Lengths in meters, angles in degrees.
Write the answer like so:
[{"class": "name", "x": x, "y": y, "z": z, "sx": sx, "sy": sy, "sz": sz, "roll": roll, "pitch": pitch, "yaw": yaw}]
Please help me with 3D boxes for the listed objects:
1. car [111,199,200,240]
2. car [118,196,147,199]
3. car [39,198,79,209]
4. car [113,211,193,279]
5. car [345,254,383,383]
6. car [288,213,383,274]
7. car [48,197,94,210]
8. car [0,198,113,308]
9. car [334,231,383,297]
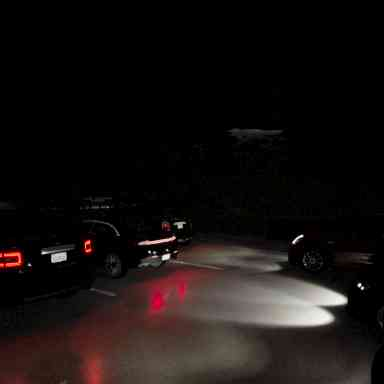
[{"class": "car", "x": -2.185, "y": 1.351, "z": 14.108, "sx": 4.553, "sy": 1.767, "sz": 2.097, "roll": 0, "pitch": 0, "yaw": 35}, {"class": "car", "x": -8.681, "y": 1.405, "z": 49.870, "sx": 4.902, "sy": 1.511, "sz": 2.128, "roll": 0, "pitch": 0, "yaw": -41}, {"class": "car", "x": -18.132, "y": 1.491, "z": 45.540, "sx": 1.895, "sy": 1.301, "sz": 4.718, "roll": 0, "pitch": 0, "yaw": 43}, {"class": "car", "x": -2.645, "y": 1.491, "z": 10.139, "sx": 4.902, "sy": 1.511, "sz": 2.128, "roll": 0, "pitch": 0, "yaw": 36}, {"class": "car", "x": 3.575, "y": 1.474, "z": 1.437, "sx": 5.008, "sy": 1.535, "sz": 1.882, "roll": 0, "pitch": 0, "yaw": 35}, {"class": "car", "x": 5.001, "y": 1.352, "z": 9.025, "sx": 4.553, "sy": 1.767, "sz": 2.097, "roll": 0, "pitch": 0, "yaw": 36}, {"class": "car", "x": -15.635, "y": 1.453, "z": 43.170, "sx": 2.033, "sy": 1.411, "sz": 5.357, "roll": 0, "pitch": 0, "yaw": 40}, {"class": "car", "x": -4.530, "y": 1.221, "z": 7.213, "sx": 5.566, "sy": 2.045, "sz": 2.150, "roll": 0, "pitch": 0, "yaw": 33}, {"class": "car", "x": 4.627, "y": 1.564, "z": 4.981, "sx": 4.181, "sy": 1.385, "sz": 1.994, "roll": 0, "pitch": 0, "yaw": 36}]
